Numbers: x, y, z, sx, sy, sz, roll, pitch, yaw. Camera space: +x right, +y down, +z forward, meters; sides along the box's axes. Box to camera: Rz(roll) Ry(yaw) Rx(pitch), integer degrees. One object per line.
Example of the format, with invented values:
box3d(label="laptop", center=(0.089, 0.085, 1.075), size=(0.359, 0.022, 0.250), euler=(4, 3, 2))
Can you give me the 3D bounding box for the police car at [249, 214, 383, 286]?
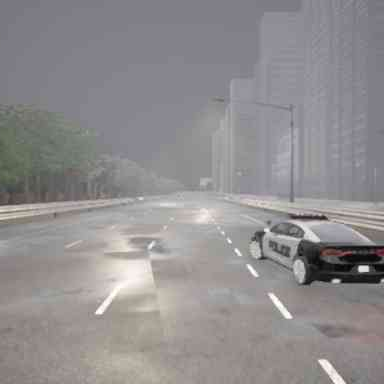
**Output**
box3d(label="police car", center=(3.283, 1.463, 9.750), size=(1.930, 1.638, 5.238), euler=(2, 0, -10))
